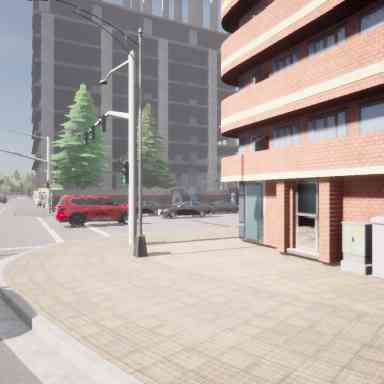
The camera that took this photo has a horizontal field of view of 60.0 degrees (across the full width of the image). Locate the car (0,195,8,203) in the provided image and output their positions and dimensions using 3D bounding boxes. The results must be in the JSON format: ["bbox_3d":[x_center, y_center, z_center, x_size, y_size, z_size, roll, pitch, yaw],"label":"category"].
[{"bbox_3d":[-38.018,1.595,65.938,1.895,1.301,4.718,0,0,-27],"label":"car"}]

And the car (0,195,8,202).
[{"bbox_3d":[-42.553,1.500,74.788,1.837,1.490,4.892,0,0,-27],"label":"car"}]

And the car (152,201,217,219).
[{"bbox_3d":[-0.654,1.547,29.781,4.902,1.511,2.128,0,0,-27],"label":"car"}]

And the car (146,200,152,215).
[{"bbox_3d":[-4.962,1.547,31.531,4.902,1.511,2.128,0,0,-27],"label":"car"}]

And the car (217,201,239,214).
[{"bbox_3d":[2.998,1.619,35.541,4.181,1.385,1.994,0,0,-27],"label":"car"}]

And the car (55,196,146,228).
[{"bbox_3d":[-6.365,1.279,22.767,5.566,2.045,2.150,0,0,-27],"label":"car"}]
